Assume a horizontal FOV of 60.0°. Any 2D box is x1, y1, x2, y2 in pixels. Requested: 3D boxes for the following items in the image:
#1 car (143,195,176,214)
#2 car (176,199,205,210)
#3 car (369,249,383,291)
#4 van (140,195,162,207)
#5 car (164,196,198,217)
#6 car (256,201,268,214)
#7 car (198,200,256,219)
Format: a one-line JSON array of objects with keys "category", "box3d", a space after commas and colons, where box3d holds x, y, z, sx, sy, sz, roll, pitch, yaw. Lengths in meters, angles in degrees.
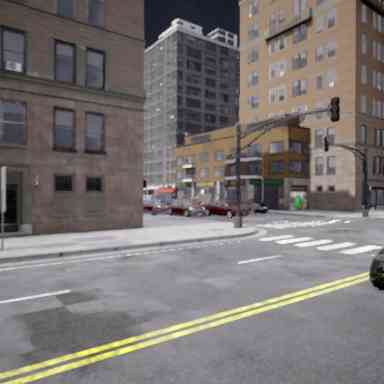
[{"category": "car", "box3d": [-3.632, 1.443, 34.963, 1.967, 1.590, 4.097, 0, 0, -35]}, {"category": "car", "box3d": [-0.251, 1.627, 44.091, 1.802, 1.307, 4.206, 0, 0, -35]}, {"category": "car", "box3d": [6.016, 1.576, 7.914, 4.181, 1.385, 1.994, 0, 0, -38]}, {"category": "van", "box3d": [-6.602, 1.388, 53.098, 1.690, 1.788, 3.998, 0, 0, -35]}, {"category": "car", "box3d": [-0.456, 1.445, 30.459, 1.967, 1.590, 4.097, 0, 0, -35]}, {"category": "car", "box3d": [6.102, 1.613, 35.084, 1.947, 1.339, 4.313, 0, 0, -35]}, {"category": "car", "box3d": [3.006, 1.497, 29.950, 1.882, 1.535, 5.008, 0, 0, -35]}]
